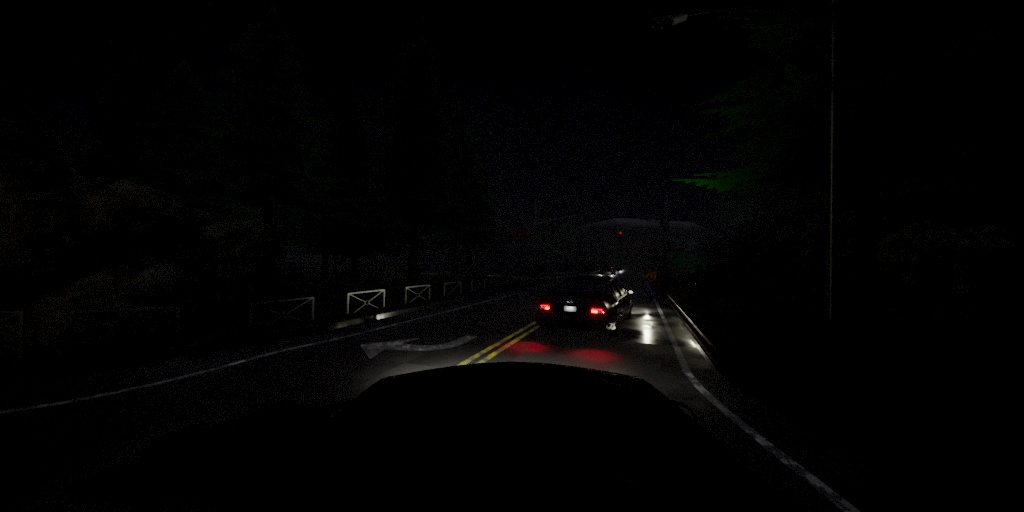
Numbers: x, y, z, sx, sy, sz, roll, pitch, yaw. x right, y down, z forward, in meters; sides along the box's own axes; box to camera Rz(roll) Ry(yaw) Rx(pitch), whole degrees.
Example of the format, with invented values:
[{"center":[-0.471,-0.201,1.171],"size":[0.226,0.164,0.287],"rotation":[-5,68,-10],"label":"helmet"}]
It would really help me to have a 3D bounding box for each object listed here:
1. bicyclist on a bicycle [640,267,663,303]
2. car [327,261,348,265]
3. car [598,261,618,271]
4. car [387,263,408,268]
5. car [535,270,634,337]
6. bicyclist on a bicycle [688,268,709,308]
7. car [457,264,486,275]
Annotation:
[{"center":[6.444,1.335,16.492],"size":[1.656,1.620,0.582],"rotation":[1,-1,-31],"label":"bicyclist on a bicycle"},{"center":[-24.495,1.446,51.997],"size":[5.357,1.411,2.033],"rotation":[1,-1,23],"label":"car"},{"center":[14.489,1.734,54.580],"size":[2.150,2.045,5.566],"rotation":[1,-1,20],"label":"car"},{"center":[-14.728,1.601,48.158],"size":[4.181,1.385,1.994],"rotation":[1,-1,20],"label":"car"},{"center":[2.313,1.273,10.289],"size":[2.033,1.411,5.357],"rotation":[1,-1,24],"label":"car"},{"center":[7.887,1.349,15.108],"size":[1.656,1.620,0.582],"rotation":[1,-1,-34],"label":"bicyclist on a bicycle"},{"center":[-5.332,1.738,44.751],"size":[4.181,1.385,1.994],"rotation":[1,-1,20],"label":"car"}]
